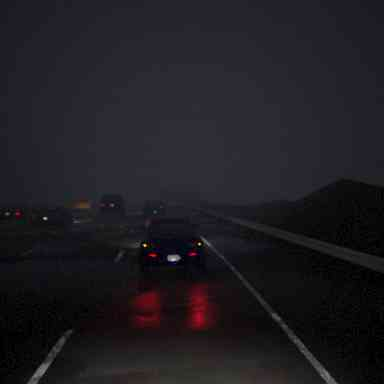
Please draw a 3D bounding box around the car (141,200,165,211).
[{"bbox_3d":[-3.472,1.451,29.504,2.128,1.511,4.902,-1,0,-11],"label":"car"}]

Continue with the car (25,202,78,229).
[{"bbox_3d":[-9.289,1.594,22.368,1.994,1.385,4.181,-1,0,-9],"label":"car"}]

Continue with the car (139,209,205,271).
[{"bbox_3d":[-0.696,1.505,10.759,1.812,1.442,4.674,-1,0,-5],"label":"car"}]

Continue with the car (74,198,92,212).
[{"bbox_3d":[-12.949,1.500,39.467,1.882,1.535,5.008,-1,0,-14],"label":"car"}]

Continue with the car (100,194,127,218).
[{"bbox_3d":[-7.173,1.213,30.283,2.150,2.045,5.566,0,0,-12],"label":"car"}]

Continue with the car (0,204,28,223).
[{"bbox_3d":[-13.429,1.607,25.950,2.033,1.411,5.357,-1,0,-11],"label":"car"}]
